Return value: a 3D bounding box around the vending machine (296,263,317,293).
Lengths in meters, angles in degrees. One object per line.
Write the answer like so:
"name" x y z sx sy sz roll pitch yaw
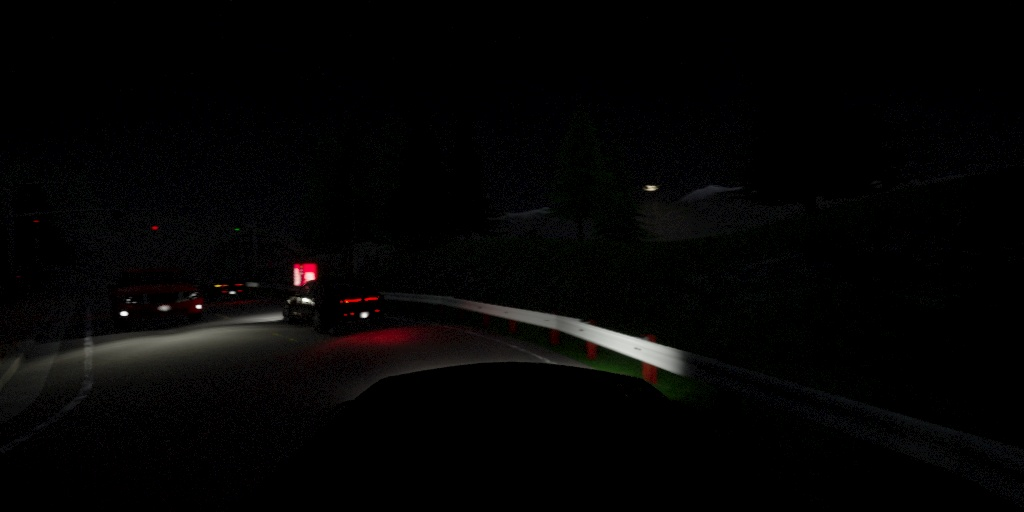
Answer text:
"vending machine" -12.776 1.459 22.306 0.880 2.100 1.100 0 0 40

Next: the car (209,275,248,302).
"car" -17.984 1.921 22.250 4.892 1.490 1.837 -2 -1 40

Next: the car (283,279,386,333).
"car" -6.000 1.505 11.906 4.892 1.490 1.837 -2 -1 43

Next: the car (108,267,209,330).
"car" -13.792 1.464 13.837 5.566 2.045 2.150 -2 0 40
